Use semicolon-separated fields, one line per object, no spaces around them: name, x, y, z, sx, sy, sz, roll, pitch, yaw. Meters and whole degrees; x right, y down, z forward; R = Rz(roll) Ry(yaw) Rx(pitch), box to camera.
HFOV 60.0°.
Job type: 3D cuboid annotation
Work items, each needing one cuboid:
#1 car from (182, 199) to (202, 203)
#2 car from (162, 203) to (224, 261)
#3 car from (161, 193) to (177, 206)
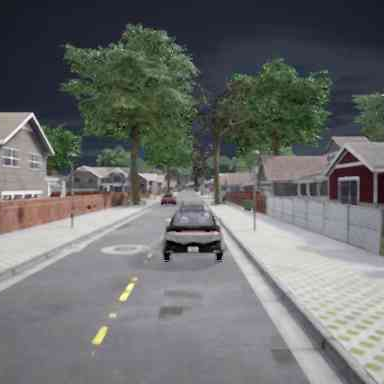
car;-0.004;1.258;27.332;1.895;1.301;4.718;0;1;0
car;0.040;1.343;11.620;2.128;1.511;4.902;0;1;0
car;-2.976;0.941;43.141;1.882;1.535;5.008;0;1;0
